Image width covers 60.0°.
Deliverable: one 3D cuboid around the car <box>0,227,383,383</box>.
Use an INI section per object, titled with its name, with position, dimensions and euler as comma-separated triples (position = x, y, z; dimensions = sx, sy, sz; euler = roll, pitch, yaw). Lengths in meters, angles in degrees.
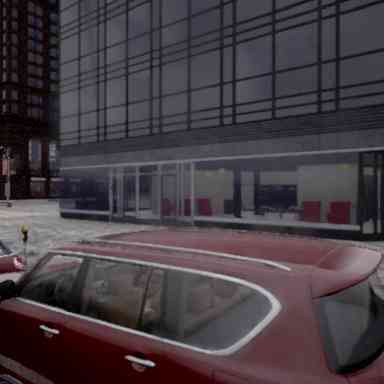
[car]
position = -0.547, 1.317, 3.461
dimensions = 5.009, 1.841, 2.192
euler = 0, 0, 35
